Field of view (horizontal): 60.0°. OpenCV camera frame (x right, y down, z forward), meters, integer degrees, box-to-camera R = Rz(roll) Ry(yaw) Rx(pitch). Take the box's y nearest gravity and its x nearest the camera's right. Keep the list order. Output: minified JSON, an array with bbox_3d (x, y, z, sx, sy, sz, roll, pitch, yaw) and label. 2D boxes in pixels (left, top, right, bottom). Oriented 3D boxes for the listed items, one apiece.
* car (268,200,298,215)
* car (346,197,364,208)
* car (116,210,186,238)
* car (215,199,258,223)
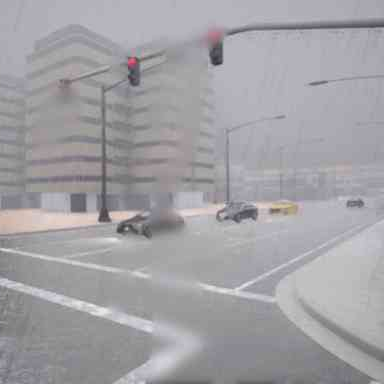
[{"bbox_3d":[9.692,1.600,35.255,1.882,1.535,5.008,-1,0,35],"label":"car"},{"bbox_3d":[24.376,1.564,49.594,1.882,1.535,5.008,-1,0,35],"label":"car"},{"bbox_3d":[-2.179,1.686,18.532,1.994,1.385,4.181,-1,0,35],"label":"car"},{"bbox_3d":[3.685,1.613,26.804,2.128,1.511,4.902,-1,0,35],"label":"car"}]
